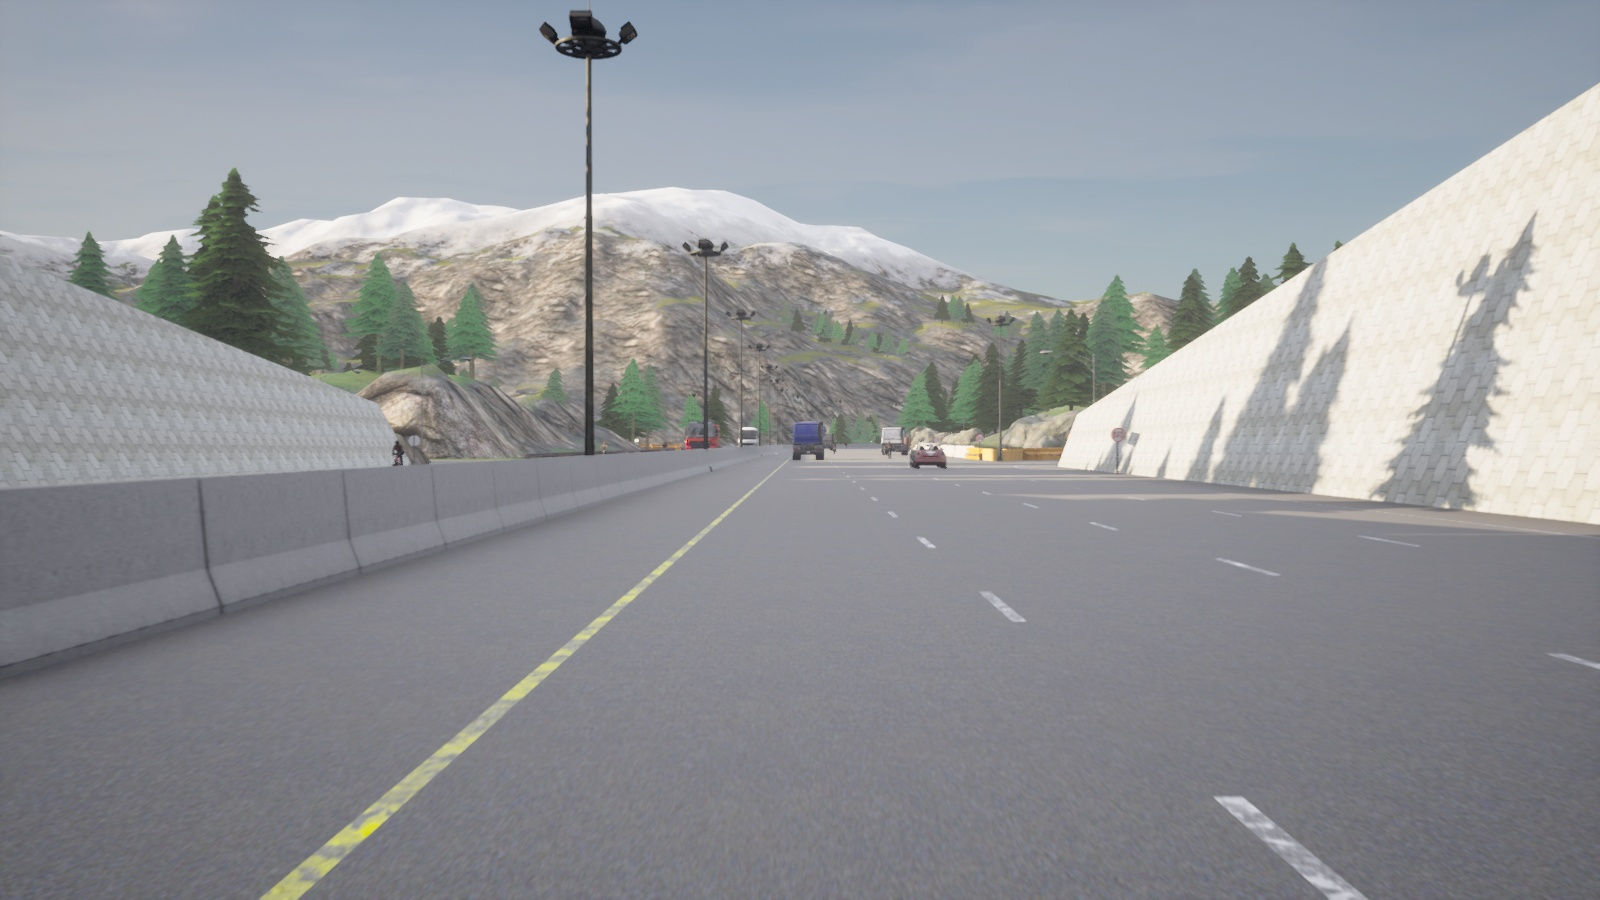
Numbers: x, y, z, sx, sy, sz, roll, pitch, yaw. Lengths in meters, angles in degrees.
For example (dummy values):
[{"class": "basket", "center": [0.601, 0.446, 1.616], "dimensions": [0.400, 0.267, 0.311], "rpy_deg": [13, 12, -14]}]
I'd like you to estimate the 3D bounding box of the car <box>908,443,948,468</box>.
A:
[{"class": "car", "center": [7.484, 0.301, 73.900], "dimensions": [1.970, 1.475, 3.806], "rpy_deg": [0, 0, 0]}]
